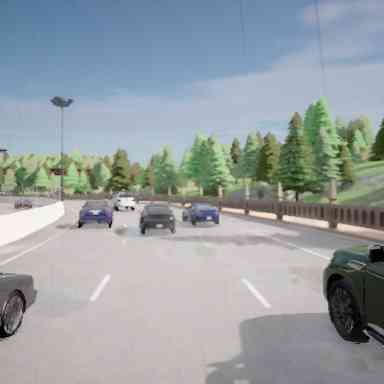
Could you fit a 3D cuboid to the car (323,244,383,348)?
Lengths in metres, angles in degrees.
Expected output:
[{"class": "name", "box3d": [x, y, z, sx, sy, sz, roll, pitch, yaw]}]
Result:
[{"class": "car", "box3d": [3.386, 1.212, 3.325, 2.150, 2.045, 5.566, 0, 0, -2]}]

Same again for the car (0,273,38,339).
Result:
[{"class": "car", "box3d": [-3.578, 1.545, 3.487, 2.033, 1.411, 5.357, 0, 0, -3]}]

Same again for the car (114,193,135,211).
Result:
[{"class": "car", "box3d": [-8.368, 1.157, 39.749, 2.150, 2.045, 5.566, 0, -1, -23]}]

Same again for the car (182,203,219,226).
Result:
[{"class": "car", "box3d": [0.558, 1.486, 23.309, 1.812, 1.442, 4.674, 0, 0, -13]}]

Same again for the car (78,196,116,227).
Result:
[{"class": "car", "box3d": [-6.442, 1.321, 22.599, 2.097, 1.767, 4.553, 0, 0, -13]}]

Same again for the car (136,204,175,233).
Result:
[{"class": "car", "box3d": [-2.122, 1.474, 19.412, 1.837, 1.490, 4.892, 0, 0, -11]}]
